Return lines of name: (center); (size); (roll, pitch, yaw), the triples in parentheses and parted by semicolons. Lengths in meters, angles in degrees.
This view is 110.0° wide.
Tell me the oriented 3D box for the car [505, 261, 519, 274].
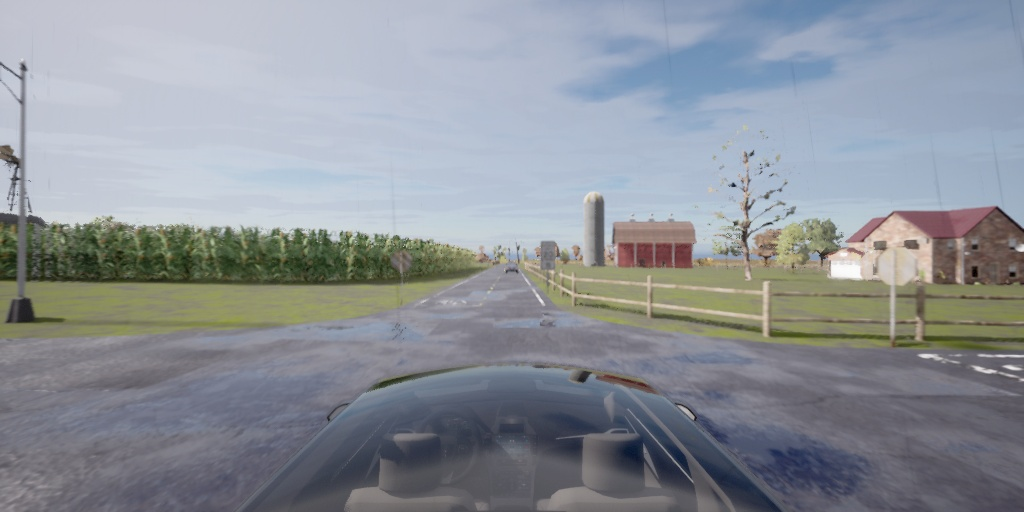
car: (-0.011, 1.717, 50.490); (2.033, 1.411, 5.357); (0, -1, 0)
